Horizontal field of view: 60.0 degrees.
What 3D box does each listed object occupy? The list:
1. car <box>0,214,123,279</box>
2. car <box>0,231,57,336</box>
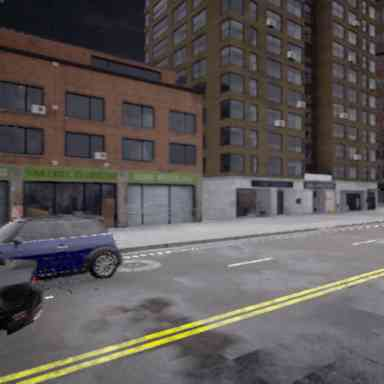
[{"bbox_3d":[-4.208,1.428,8.663,4.553,1.767,2.097,0,0,-36],"label":"car"},{"bbox_3d":[-4.608,1.556,4.362,4.892,1.490,1.837,0,0,-36],"label":"car"}]
